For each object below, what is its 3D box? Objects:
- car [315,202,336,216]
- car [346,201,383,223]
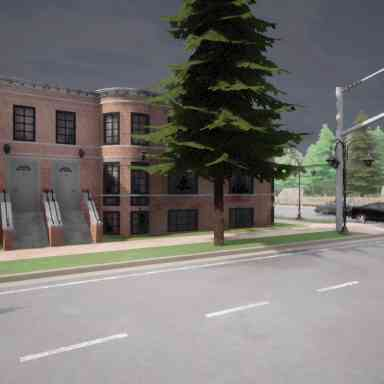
[{"bbox_3d":[13.664,1.547,29.886,2.033,1.411,5.357,0,0,-30],"label":"car"},{"bbox_3d":[13.620,1.478,22.981,1.882,1.535,5.008,0,0,-30],"label":"car"}]
